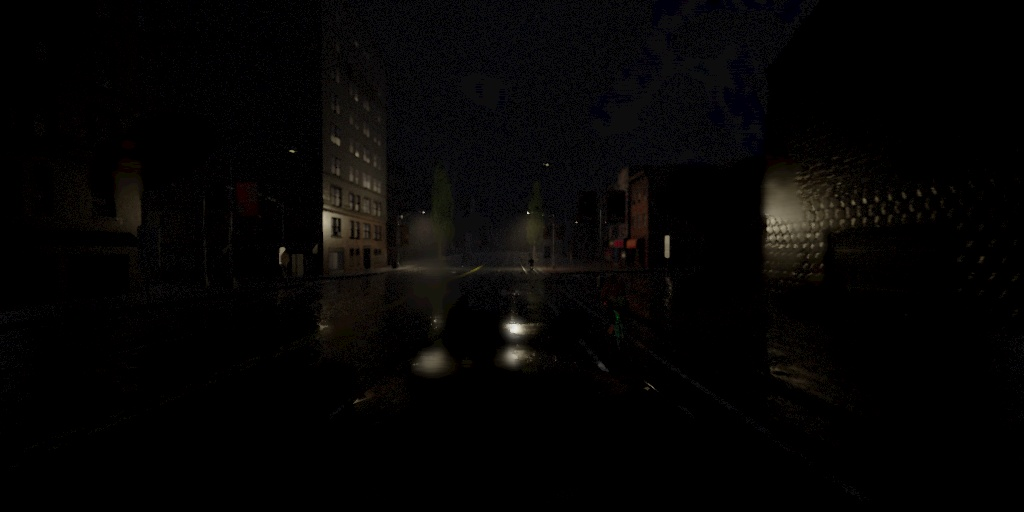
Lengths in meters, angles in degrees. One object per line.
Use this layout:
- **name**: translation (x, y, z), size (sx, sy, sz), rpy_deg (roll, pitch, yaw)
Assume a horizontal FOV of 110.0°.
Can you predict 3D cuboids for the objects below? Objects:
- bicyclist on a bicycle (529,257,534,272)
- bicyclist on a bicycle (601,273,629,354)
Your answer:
- **bicyclist on a bicycle**: translation (2.254, 1.005, 42.187), size (0.659, 1.776, 1.843), rpy_deg (0, 1, 0)
- **bicyclist on a bicycle**: translation (2.246, 1.204, 7.855), size (0.582, 1.620, 1.656), rpy_deg (0, 0, 0)
